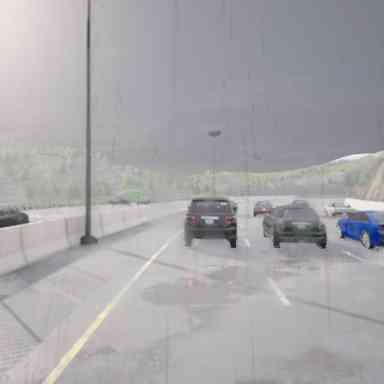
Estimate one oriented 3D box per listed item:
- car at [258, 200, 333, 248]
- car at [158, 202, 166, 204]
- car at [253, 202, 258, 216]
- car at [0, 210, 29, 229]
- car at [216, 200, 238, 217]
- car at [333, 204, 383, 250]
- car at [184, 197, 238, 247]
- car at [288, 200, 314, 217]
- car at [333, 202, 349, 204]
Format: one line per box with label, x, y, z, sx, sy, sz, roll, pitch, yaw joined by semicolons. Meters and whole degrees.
car;4.450;1.370;15.052;2.097;1.767;4.553;0;0;5
car;-4.967;1.512;56.552;2.128;1.511;4.902;0;0;18
car;7.080;1.598;32.836;1.994;1.385;4.181;0;0;11
car;-9.747;1.480;15.792;2.128;1.511;4.902;0;0;5
car;3.531;1.552;32.978;1.812;1.442;4.674;0;0;11
car;7.876;1.503;14.360;1.882;1.535;5.008;0;0;5
car;0.927;1.233;15.331;2.150;2.045;5.566;0;0;5
car;10.619;1.546;32.735;1.837;1.490;4.892;0;0;11
car;13.932;1.649;31.579;1.895;1.301;4.718;0;0;11
